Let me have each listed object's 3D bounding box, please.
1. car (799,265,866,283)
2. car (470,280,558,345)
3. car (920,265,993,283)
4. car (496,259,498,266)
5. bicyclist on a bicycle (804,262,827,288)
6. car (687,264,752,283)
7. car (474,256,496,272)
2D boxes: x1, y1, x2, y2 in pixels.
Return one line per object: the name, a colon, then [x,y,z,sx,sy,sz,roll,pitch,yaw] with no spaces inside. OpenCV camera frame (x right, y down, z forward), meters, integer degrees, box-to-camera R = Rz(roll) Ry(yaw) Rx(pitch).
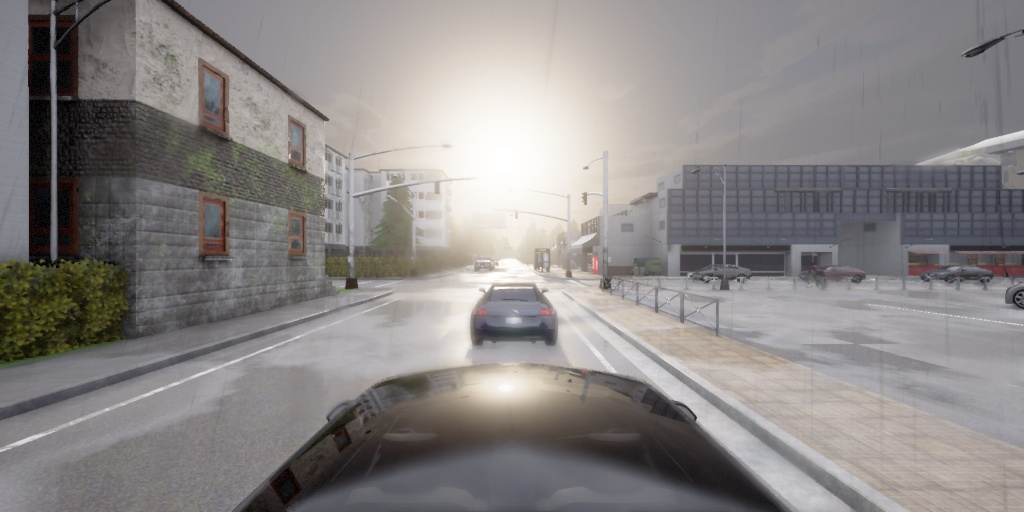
car: [26.402,1.452,29.597,4.674,1.442,1.812,0,0,0]
car: [0.054,1.314,9.473,1.994,1.385,4.181,0,0,0]
car: [36.712,1.452,29.617,4.674,1.442,1.812,0,0,0]
car: [-3.647,1.351,56.983,1.895,1.301,4.718,0,0,0]
bicyclist on a bicycle: [18.692,1.227,22.092,0.582,1.620,1.656,0,0,0]
car: [17.037,1.417,29.569,4.902,1.511,2.128,0,0,0]
car: [-3.647,0.972,47.090,2.150,2.045,5.566,0,0,0]
